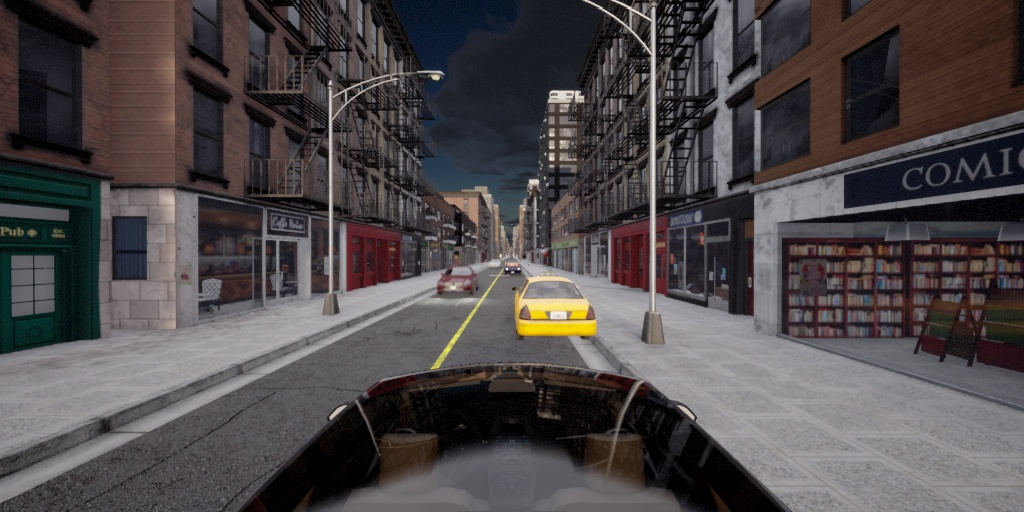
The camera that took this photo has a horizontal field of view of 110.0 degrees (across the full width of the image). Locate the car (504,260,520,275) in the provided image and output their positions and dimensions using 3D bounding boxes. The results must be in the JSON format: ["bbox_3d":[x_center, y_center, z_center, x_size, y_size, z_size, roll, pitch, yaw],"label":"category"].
[{"bbox_3d":[0.089,1.373,39.079,1.895,1.301,4.718,0,0,0],"label":"car"}]

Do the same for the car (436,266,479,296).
[{"bbox_3d":[-2.843,1.278,19.633,1.812,1.442,4.674,0,0,0],"label":"car"}]

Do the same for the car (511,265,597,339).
[{"bbox_3d":[0.965,1.206,9.991,1.801,1.575,5.366,0,0,0],"label":"car"}]

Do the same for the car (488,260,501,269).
[{"bbox_3d":[-2.730,1.323,57.085,1.812,1.442,4.674,0,0,0],"label":"car"}]
